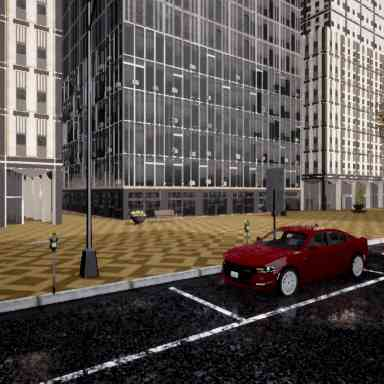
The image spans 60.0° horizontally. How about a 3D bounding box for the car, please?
[{"bbox_3d":[2.751,1.545,8.528,4.507,1.381,1.887,0,0,-36],"label":"car"}]
